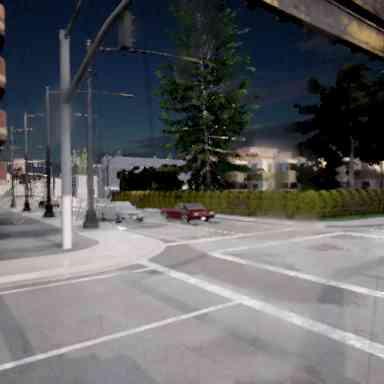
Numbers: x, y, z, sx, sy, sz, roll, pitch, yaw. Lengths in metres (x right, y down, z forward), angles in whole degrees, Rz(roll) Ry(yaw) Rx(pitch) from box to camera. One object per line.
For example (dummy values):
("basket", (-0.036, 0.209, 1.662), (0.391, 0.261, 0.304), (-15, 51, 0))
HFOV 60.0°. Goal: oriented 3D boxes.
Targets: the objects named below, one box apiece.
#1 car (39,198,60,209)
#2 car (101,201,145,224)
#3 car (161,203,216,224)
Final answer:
("car", (-18.477, 1.444, 43.020), (1.994, 1.385, 4.181), (-1, 0, -35))
("car", (-5.136, 1.407, 24.027), (1.812, 1.442, 4.674), (-1, 1, -35))
("car", (-0.434, 1.440, 23.633), (1.895, 1.301, 4.718), (-1, 0, -32))
